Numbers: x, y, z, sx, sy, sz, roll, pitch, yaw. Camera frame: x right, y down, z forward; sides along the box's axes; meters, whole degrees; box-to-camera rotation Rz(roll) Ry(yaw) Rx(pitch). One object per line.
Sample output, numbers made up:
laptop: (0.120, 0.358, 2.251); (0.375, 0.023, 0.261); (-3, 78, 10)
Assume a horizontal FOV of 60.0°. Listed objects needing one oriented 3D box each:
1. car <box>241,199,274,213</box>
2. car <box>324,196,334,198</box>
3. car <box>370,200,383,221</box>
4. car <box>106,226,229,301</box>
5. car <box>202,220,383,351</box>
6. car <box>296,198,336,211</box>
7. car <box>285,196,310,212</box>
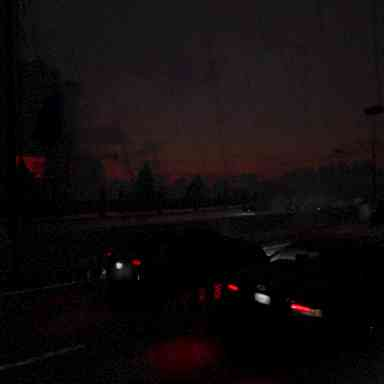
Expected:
car: (7.400, 1.528, 36.782); (2.033, 1.411, 5.357); (0, 0, 35)
car: (28.405, 1.498, 68.887); (2.033, 1.411, 5.357); (-1, 0, 10)
car: (12.853, 1.262, 20.918); (2.097, 1.767, 4.553); (0, 0, 41)
car: (-0.009, 1.554, 8.431); (4.181, 1.385, 1.994); (0, 0, -38)
car: (2.922, 1.521, 6.228); (5.357, 1.411, 2.033); (0, 0, -39)
car: (11.588, 1.538, 30.719); (1.895, 1.301, 4.718); (0, 0, 36)
car: (12.012, 1.520, 37.539); (1.994, 1.385, 4.181); (0, 0, 33)
